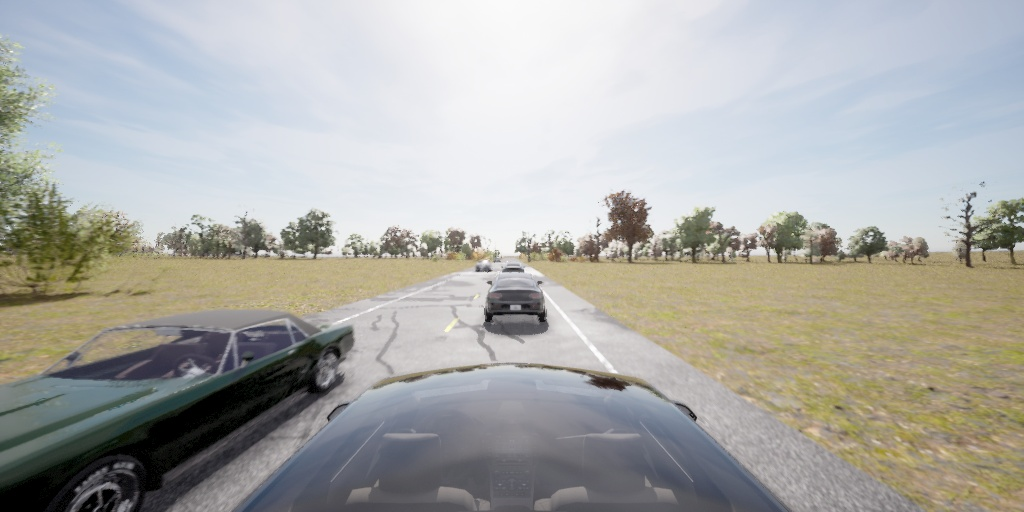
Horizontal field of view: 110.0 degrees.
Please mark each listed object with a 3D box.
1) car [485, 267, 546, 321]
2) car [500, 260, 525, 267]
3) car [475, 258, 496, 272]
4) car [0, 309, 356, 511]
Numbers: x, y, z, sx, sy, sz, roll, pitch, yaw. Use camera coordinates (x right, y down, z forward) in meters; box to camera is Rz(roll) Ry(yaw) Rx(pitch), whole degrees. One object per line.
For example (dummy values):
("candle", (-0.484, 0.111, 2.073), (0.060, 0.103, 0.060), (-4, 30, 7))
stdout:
("car", (0.103, 1.277, 12.341), (1.812, 1.442, 4.674), (0, 0, 0))
("car", (0.105, 1.259, 30.375), (1.837, 1.490, 4.892), (0, 0, 0))
("car", (-3.574, 1.248, 45.319), (2.128, 1.511, 4.902), (0, 0, 0))
("car", (-3.601, 1.351, 3.890), (1.895, 1.301, 4.718), (0, 0, 0))
